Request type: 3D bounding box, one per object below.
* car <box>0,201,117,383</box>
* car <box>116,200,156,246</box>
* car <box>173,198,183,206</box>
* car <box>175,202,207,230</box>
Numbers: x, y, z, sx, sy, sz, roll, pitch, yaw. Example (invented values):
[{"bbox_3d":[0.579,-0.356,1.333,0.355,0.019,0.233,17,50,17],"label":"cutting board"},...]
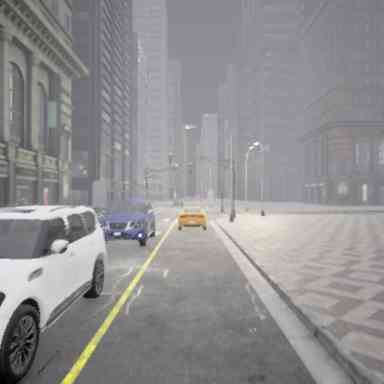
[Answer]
[{"bbox_3d":[-3.094,1.288,5.826,2.150,2.045,5.566,0,-1,0],"label":"car"},{"bbox_3d":[-3.062,1.410,16.542,2.150,2.045,5.566,0,-1,0],"label":"car"},{"bbox_3d":[-2.972,2.192,72.698,2.097,1.767,4.553,0,-1,0],"label":"car"},{"bbox_3d":[0.039,1.742,23.225,1.882,1.535,5.008,0,-1,1],"label":"car"}]
